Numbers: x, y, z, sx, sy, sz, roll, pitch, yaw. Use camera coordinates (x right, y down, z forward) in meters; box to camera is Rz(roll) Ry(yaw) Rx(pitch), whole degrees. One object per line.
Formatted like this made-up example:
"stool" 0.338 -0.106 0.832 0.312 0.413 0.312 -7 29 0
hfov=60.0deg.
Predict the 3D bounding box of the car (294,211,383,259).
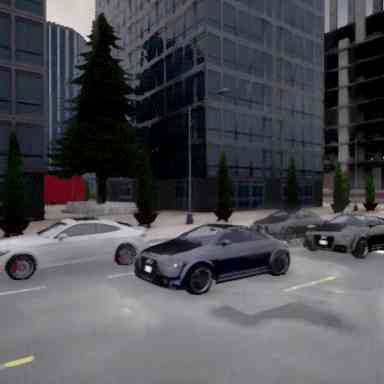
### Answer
"car" 6.109 1.528 12.524 4.181 1.385 1.994 0 0 -35

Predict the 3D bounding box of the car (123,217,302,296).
"car" 0.639 1.548 8.676 4.181 1.385 1.994 0 0 -35

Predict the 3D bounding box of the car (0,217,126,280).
"car" -3.539 1.517 10.016 4.674 1.442 1.812 0 0 -35

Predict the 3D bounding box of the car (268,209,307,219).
"car" 4.701 1.526 15.819 4.181 1.385 1.994 0 0 -35
